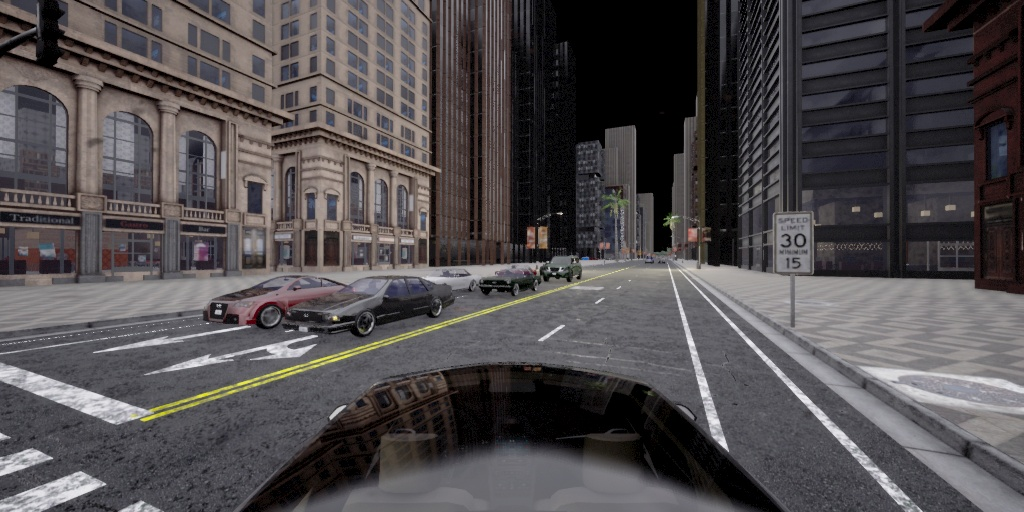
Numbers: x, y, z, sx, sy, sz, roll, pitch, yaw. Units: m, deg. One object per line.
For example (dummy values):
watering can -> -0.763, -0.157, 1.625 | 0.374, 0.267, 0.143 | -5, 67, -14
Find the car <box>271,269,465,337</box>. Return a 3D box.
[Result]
car -> -3.771, 1.299, 10.725 | 2.033, 1.411, 5.357 | 0, 0, 23

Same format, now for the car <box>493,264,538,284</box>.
car -> 0.358, 1.364, 28.577 | 1.895, 1.301, 4.718 | 0, 0, 23

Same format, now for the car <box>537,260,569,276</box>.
car -> 4.420, 1.251, 37.941 | 1.882, 1.535, 5.008 | 0, 0, 24

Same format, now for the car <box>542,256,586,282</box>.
car -> 4.236, 0.987, 29.363 | 2.150, 2.045, 5.566 | 0, 0, 23

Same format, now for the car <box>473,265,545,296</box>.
car -> 0.012, 1.358, 19.536 | 1.895, 1.301, 4.718 | 0, 0, 23

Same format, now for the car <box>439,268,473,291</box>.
car -> -3.574, 1.357, 19.425 | 1.895, 1.301, 4.718 | 0, 0, 23

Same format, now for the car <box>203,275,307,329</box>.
car -> -7.026, 1.316, 11.372 | 1.994, 1.385, 4.181 | 0, 0, 23
